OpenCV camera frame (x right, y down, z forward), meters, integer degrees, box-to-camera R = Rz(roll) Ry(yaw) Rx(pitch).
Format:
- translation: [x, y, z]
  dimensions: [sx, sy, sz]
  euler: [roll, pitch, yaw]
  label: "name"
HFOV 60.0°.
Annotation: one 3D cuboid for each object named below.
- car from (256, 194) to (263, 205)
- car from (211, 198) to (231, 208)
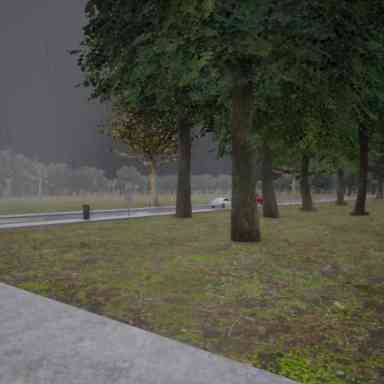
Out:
- translation: [10.227, 1.273, 55.829]
  dimensions: [2.150, 2.045, 5.566]
  euler: [0, 0, 36]
  label: "car"
- translation: [4.455, 1.574, 47.789]
  dimensions: [1.812, 1.442, 4.674]
  euler: [0, 0, 36]
  label: "car"
